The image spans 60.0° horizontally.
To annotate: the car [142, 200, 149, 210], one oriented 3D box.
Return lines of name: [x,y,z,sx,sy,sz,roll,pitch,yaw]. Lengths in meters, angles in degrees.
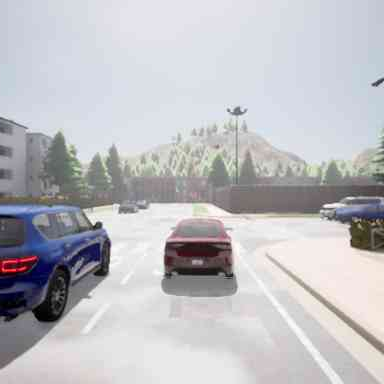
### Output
car: [-7.791,1.983,51.844,2.033,1.411,5.357,0,0,0]

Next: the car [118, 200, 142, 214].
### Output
car: [-7.780,1.846,40.963,1.837,1.490,4.892,0,0,0]

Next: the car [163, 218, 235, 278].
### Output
car: [0.286,1.570,10.566,1.882,1.535,5.008,0,0,3]

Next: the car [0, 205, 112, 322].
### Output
car: [-3.429,1.288,7.494,2.150,2.045,5.566,0,0,0]

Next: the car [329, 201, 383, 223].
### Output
car: [13.866,1.705,26.061,5.008,1.535,1.882,0,0,0]

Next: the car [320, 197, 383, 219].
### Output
car: [14.384,1.479,29.561,5.566,2.045,2.150,0,0,0]
